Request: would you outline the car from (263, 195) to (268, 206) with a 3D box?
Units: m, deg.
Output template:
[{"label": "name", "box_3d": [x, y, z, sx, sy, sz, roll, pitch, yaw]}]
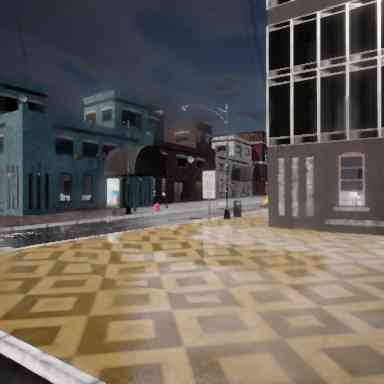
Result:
[{"label": "car", "box_3d": [9.868, 0.845, 38.578, 1.882, 1.535, 5.008, 0, 1, 32]}]
